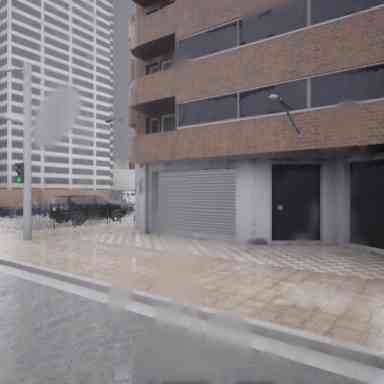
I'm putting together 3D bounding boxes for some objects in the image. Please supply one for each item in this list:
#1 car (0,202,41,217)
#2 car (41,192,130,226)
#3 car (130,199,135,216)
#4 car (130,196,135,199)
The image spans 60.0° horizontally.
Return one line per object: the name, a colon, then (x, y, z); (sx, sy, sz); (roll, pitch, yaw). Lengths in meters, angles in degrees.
car: (-15.529, 1.601, 30.953); (1.895, 1.301, 4.718); (0, 0, 36)
car: (-7.422, 1.221, 23.909); (2.150, 2.045, 5.566); (0, 0, 36)
car: (-7.348, 1.601, 29.966); (1.895, 1.301, 4.718); (0, 0, 36)
car: (-9.374, 1.547, 39.410); (2.033, 1.411, 5.357); (0, 0, 36)
